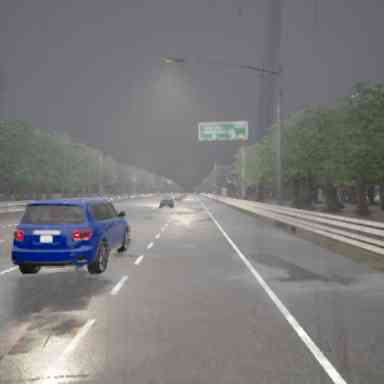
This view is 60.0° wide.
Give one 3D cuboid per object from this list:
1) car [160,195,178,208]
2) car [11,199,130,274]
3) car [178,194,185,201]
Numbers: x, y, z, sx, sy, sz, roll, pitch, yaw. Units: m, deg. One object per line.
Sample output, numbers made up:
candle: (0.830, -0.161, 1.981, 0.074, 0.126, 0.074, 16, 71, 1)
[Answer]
car: (-3.420, 1.482, 46.614, 1.837, 1.490, 4.892, 0, 0, 0)
car: (-3.501, 1.222, 10.687, 2.150, 2.045, 5.566, 0, 0, 0)
car: (-3.319, 1.501, 81.820, 1.994, 1.385, 4.181, 0, 0, 0)
